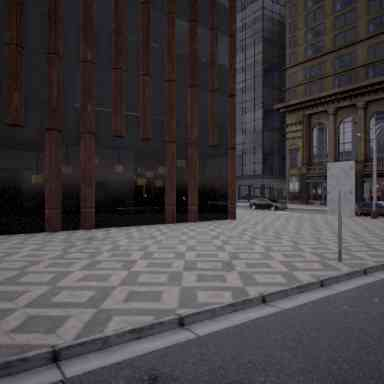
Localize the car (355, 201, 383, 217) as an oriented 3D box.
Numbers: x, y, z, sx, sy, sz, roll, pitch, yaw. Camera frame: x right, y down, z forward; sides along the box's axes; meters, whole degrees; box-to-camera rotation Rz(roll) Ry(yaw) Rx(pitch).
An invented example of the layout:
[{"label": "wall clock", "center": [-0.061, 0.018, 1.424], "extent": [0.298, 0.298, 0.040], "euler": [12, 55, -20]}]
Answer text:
[{"label": "car", "center": [15.678, 1.499, 28.106], "extent": [2.033, 1.411, 5.357], "euler": [0, 0, -35]}]

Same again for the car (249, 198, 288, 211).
[{"label": "car", "center": [8.689, 1.422, 37.930], "extent": [1.837, 1.490, 4.892], "euler": [0, 0, -35]}]
